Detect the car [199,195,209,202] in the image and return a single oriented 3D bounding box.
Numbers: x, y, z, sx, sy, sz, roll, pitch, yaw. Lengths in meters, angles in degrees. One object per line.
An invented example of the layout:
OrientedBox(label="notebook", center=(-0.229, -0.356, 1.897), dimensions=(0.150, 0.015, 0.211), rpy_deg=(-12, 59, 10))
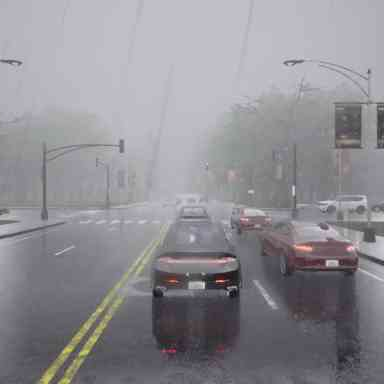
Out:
OrientedBox(label="car", center=(3.084, 1.643, 82.614), dimensions=(2.150, 2.045, 5.566), rpy_deg=(0, -1, 0))

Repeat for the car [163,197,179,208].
OrientedBox(label="car", center=(-3.448, 1.760, 52.051), dimensions=(1.895, 1.301, 4.718), rpy_deg=(0, 0, 0))

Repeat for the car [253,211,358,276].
OrientedBox(label="car", center=(3.326, 1.533, 10.219), dimensions=(1.812, 1.442, 4.674), rpy_deg=(0, 0, 0))

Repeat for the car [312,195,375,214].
OrientedBox(label="car", center=(17.031, 1.399, 37.607), dimensions=(5.566, 2.045, 2.150), rpy_deg=(0, 0, -1))

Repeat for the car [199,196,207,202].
OrientedBox(label="car", center=(3.061, 1.953, 93.002), dimensions=(2.033, 1.411, 5.357), rpy_deg=(0, -1, 0))

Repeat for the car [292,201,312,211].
OrientedBox(label="car", center=(14.784, 1.772, 40.829), dimensions=(4.718, 1.301, 1.895), rpy_deg=(0, 0, 0))

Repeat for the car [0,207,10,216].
OrientedBox(label="car", center=(-19.815, 1.551, 30.550), dimensions=(5.357, 1.411, 2.033), rpy_deg=(0, 0, -1))

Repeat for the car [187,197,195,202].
OrientedBox(label="car", center=(-0.166, 1.893, 82.541), dimensions=(1.882, 1.535, 5.008), rpy_deg=(0, -1, 0))

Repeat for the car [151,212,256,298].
OrientedBox(label="car", center=(0.083, 1.496, 8.498), dimensions=(2.128, 1.511, 4.902), rpy_deg=(0, 0, 0))

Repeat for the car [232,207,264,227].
OrientedBox(label="car", center=(3.322, 1.555, 19.027), dimensions=(1.812, 1.442, 4.674), rpy_deg=(0, 0, 1))

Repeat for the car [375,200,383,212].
OrientedBox(label="car", center=(23.915, 1.695, 40.919), dimensions=(5.008, 1.535, 1.882), rpy_deg=(0, 0, 0))

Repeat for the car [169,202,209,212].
OrientedBox(label="car", center=(0.065, 1.517, 17.906), dimensions=(2.128, 1.511, 4.902), rpy_deg=(0, 0, 0))

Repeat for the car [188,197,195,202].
OrientedBox(label="car", center=(-0.189, 1.965, 92.995), dimensions=(1.994, 1.385, 4.181), rpy_deg=(0, -1, 0))

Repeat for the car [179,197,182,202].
OrientedBox(label="car", center=(-3.440, 1.706, 61.404), dimensions=(2.128, 1.511, 4.902), rpy_deg=(0, 0, 0))

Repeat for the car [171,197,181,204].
OrientedBox(label="car", center=(-3.395, 1.851, 71.314), dimensions=(1.994, 1.385, 4.181), rpy_deg=(0, -1, 0))

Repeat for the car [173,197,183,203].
OrientedBox(label="car", center=(-3.416, 1.946, 81.791), dimensions=(2.033, 1.411, 5.357), rpy_deg=(0, -1, 0))
